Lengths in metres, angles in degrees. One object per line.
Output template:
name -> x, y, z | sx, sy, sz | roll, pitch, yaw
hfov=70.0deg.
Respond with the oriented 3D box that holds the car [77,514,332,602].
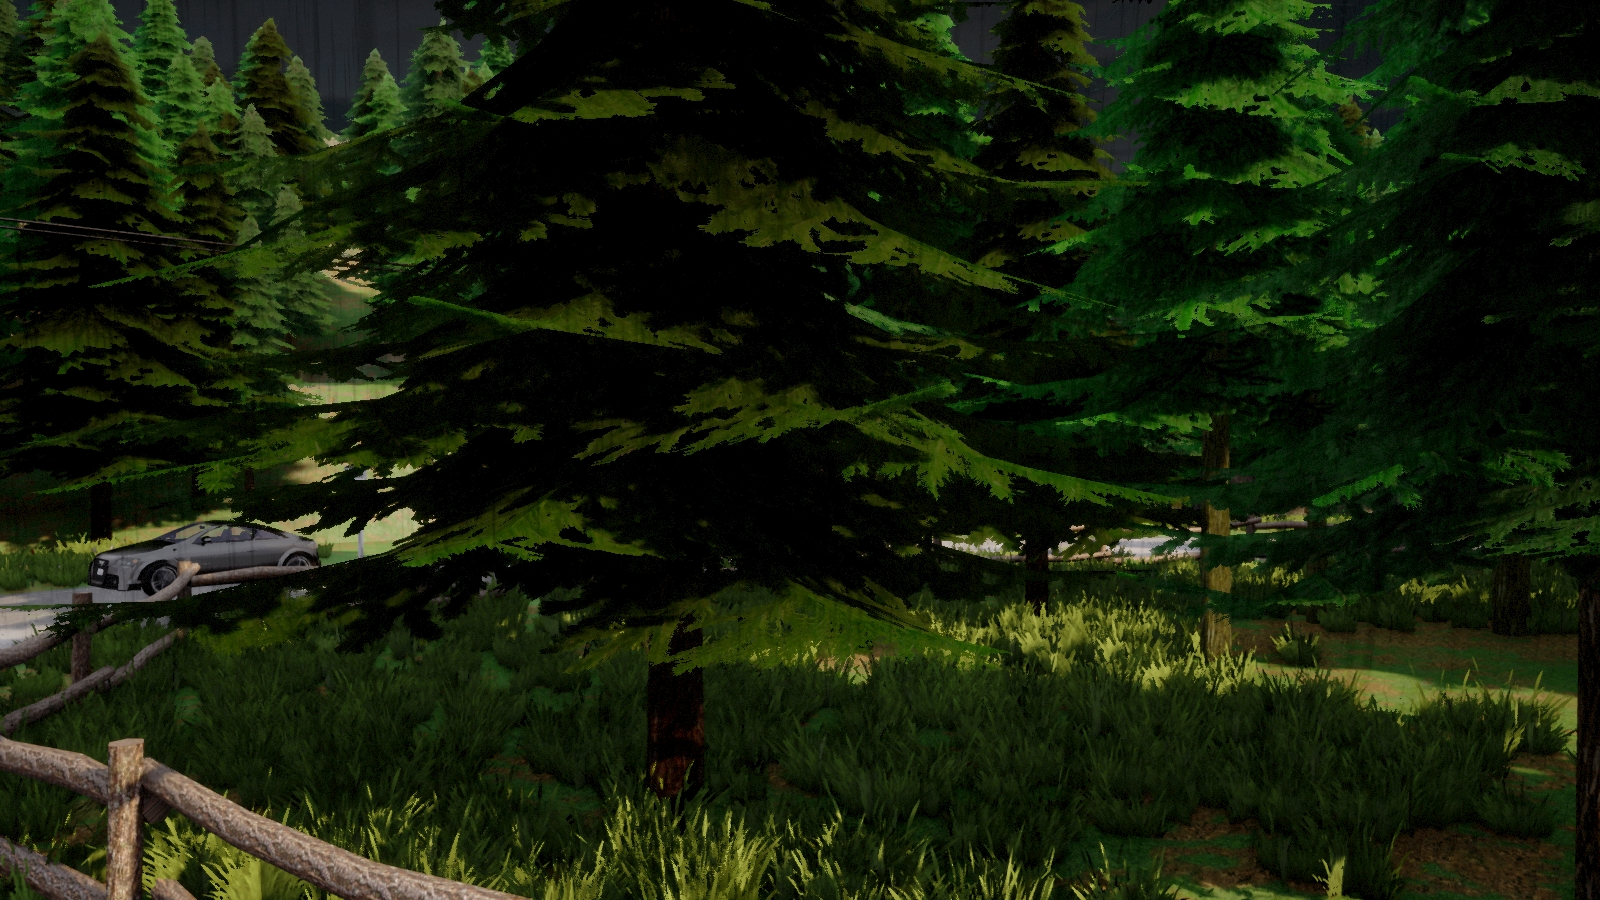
car -> -12.055, 2.119, 23.321 | 1.994, 1.385, 4.181 | 0, 0, 41
